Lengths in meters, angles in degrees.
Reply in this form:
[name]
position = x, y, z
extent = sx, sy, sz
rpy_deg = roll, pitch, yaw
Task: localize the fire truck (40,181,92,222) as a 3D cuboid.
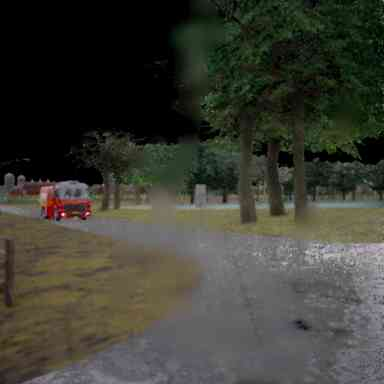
[fire truck]
position = -12.755, 0.875, 32.986
extent = 2.891, 3.827, 8.468
rpy_deg = 0, -1, -35
